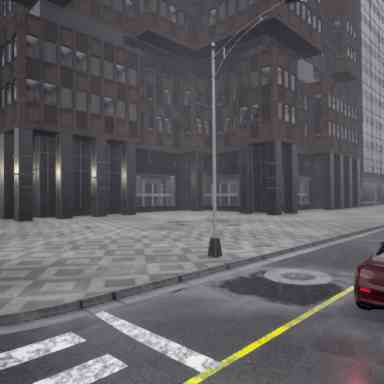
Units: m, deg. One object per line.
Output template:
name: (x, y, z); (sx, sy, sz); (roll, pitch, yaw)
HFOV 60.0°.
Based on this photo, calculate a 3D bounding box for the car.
car: (4.838, 1.535, 6.820); (1.812, 1.442, 4.674); (-1, -1, 44)
